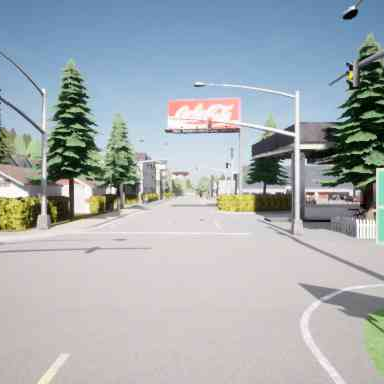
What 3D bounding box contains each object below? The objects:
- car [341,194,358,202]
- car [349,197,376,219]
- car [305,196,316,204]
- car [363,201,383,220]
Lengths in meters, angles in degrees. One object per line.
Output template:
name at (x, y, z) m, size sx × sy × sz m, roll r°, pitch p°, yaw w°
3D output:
car at (34.842, 1.489, 71.841) m, size 2.007 × 1.523 × 4.514 m, roll 0°, pitch 0°, yaw 0°
car at (14.346, 1.505, 24.964) m, size 3.866 × 1.878 × 1.905 m, roll 0°, pitch 0°, yaw 0°
car at (22.445, 1.552, 64.038) m, size 1.970 × 1.475 × 3.806 m, roll 0°, pitch 0°, yaw 0°
car at (18.668, 1.672, 30.638) m, size 4.611 × 1.667 × 2.242 m, roll 0°, pitch 0°, yaw 0°
